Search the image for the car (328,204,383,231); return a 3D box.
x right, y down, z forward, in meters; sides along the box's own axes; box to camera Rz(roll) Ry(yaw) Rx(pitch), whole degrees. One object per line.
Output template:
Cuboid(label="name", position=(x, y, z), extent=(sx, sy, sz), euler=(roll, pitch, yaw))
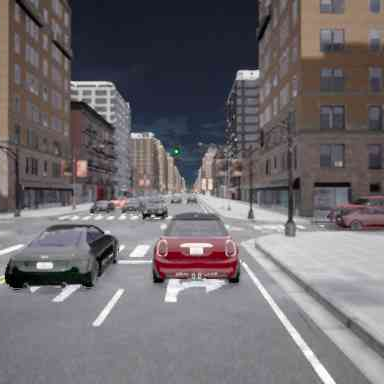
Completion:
Cuboid(label="car", position=(10.804, 1.616, 19.883), extent=(4.181, 1.385, 1.994), euler=(0, 0, 1))

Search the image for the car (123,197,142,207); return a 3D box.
Cuboid(label="car", position=(-9.759, 1.614, 55.012), extent=(2.033, 1.411, 5.357), euler=(0, 0, 1))

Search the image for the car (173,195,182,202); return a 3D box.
Cuboid(label="car", position=(-3.232, 1.484, 76.485), extent=(1.812, 1.442, 4.674), euler=(0, 0, 0))

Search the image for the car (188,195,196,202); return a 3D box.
Cuboid(label="car", position=(0.018, 1.484, 76.484), extent=(1.812, 1.442, 4.674), euler=(0, 0, 0))

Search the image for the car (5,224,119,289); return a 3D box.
Cuboid(label="car", position=(-3.299, 1.576, 9.244), extent=(1.994, 1.385, 4.181), euler=(0, 0, -3))

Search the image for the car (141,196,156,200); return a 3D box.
Cuboid(label="car", position=(-6.570, 1.622, 45.932), extent=(1.994, 1.385, 4.181), euler=(0, 0, 0))

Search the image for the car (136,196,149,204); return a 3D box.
Cuboid(label="car", position=(-9.734, 1.603, 65.266), extent=(1.812, 1.442, 4.674), euler=(0, 0, 0))

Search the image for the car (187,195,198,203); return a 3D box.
Cuboid(label="car", position=(0.016, 1.431, 66.451), extent=(2.097, 1.767, 4.553), euler=(0, 0, 0))

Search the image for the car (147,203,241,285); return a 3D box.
Cuboid(label="car", position=(0.103, 1.366, 9.728), extent=(2.097, 1.767, 4.553), euler=(0, 0, 0))

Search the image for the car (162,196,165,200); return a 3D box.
Cuboid(label="car", position=(-6.484, 1.429, 64.878), extent=(2.097, 1.767, 4.553), euler=(0, 0, 0))

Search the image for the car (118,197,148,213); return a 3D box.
Cuboid(label="car", position=(-6.586, 1.613, 37.534), extent=(1.994, 1.385, 4.181), euler=(0, 0, 0))

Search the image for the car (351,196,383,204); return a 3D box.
Cuboid(label="car", position=(12.271, 1.291, 22.703), extent=(5.566, 2.045, 2.150), euler=(0, 0, 0))

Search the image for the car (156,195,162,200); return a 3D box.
Cuboid(label="car", position=(-6.517, 1.571, 54.730), extent=(1.837, 1.490, 4.892), euler=(0, 0, 1))

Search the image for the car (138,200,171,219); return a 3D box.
Cuboid(label="car", position=(-3.143, 1.640, 29.026), extent=(1.895, 1.301, 4.718), euler=(0, 0, 0))

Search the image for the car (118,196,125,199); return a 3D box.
Cuboid(label="car", position=(-9.825, 1.409, 45.514), extent=(2.097, 1.767, 4.553), euler=(0, 0, 0))

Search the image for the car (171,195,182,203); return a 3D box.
Cuboid(label="car", position=(-3.234, 1.642, 66.481), extent=(1.994, 1.385, 4.181), euler=(0, 0, 0))

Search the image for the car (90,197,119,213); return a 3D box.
Cuboid(label="car", position=(-9.841, 1.612, 36.914), extent=(1.994, 1.385, 4.181), euler=(0, 0, 0))
